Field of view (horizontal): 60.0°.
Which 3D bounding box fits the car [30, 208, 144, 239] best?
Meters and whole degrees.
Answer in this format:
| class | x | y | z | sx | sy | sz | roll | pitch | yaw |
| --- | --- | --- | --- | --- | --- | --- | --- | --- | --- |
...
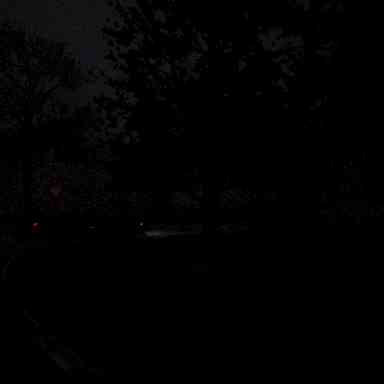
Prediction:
| class | x | y | z | sx | sy | sz | roll | pitch | yaw |
| --- | --- | --- | --- | --- | --- | --- | --- | --- | --- |
| car | -5.190 | 1.530 | 16.920 | 5.357 | 1.411 | 2.033 | 0 | 0 | -15 |
